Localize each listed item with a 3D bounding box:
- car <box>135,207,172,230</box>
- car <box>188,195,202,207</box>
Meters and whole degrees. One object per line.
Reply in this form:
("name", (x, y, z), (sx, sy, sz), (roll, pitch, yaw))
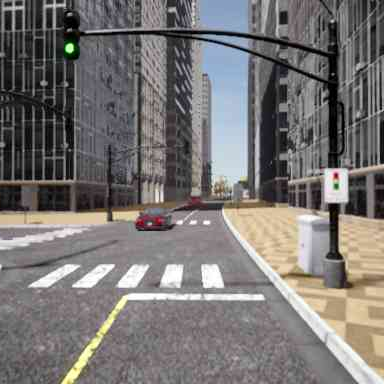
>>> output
("car", (-2.460, 1.727, 21.975), (1.994, 1.385, 4.181), (0, 0, 3))
("car", (0.629, 1.604, 59.427), (2.150, 2.045, 5.566), (0, 1, 7))
